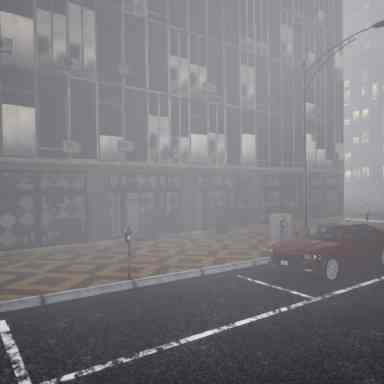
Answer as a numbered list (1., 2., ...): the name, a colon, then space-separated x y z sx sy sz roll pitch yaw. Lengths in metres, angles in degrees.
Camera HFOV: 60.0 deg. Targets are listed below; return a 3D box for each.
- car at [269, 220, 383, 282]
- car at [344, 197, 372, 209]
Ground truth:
1. car: 4.154 1.542 9.716 4.507 1.381 1.887 0 -1 -36
2. car: 18.691 1.275 39.598 1.752 1.417 4.829 -1 1 -35
